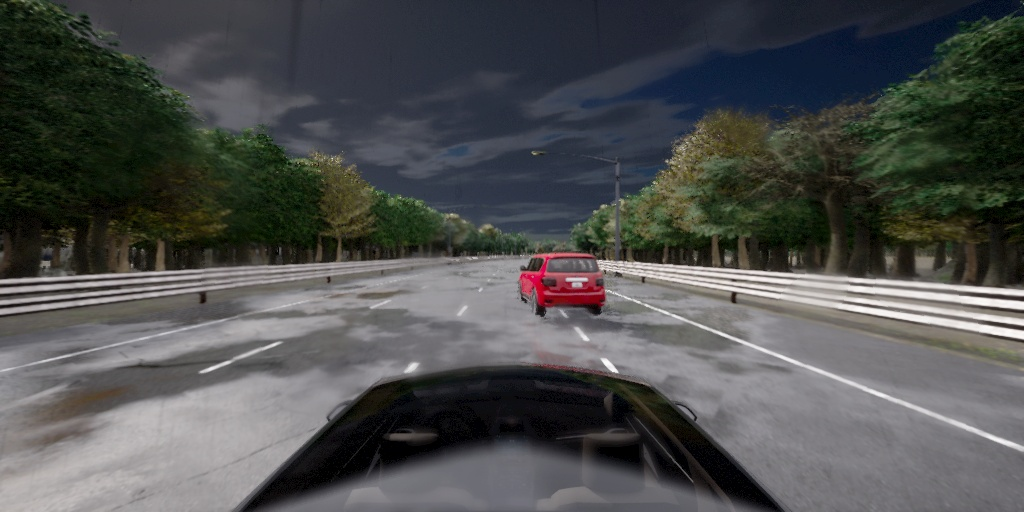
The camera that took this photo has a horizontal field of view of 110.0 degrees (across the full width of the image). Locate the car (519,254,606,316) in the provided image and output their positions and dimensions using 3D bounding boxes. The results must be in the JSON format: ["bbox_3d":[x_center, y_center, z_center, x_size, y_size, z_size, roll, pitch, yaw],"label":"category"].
[{"bbox_3d":[1.604,0.939,13.201,2.150,2.045,5.566,0,0,-7],"label":"car"}]
